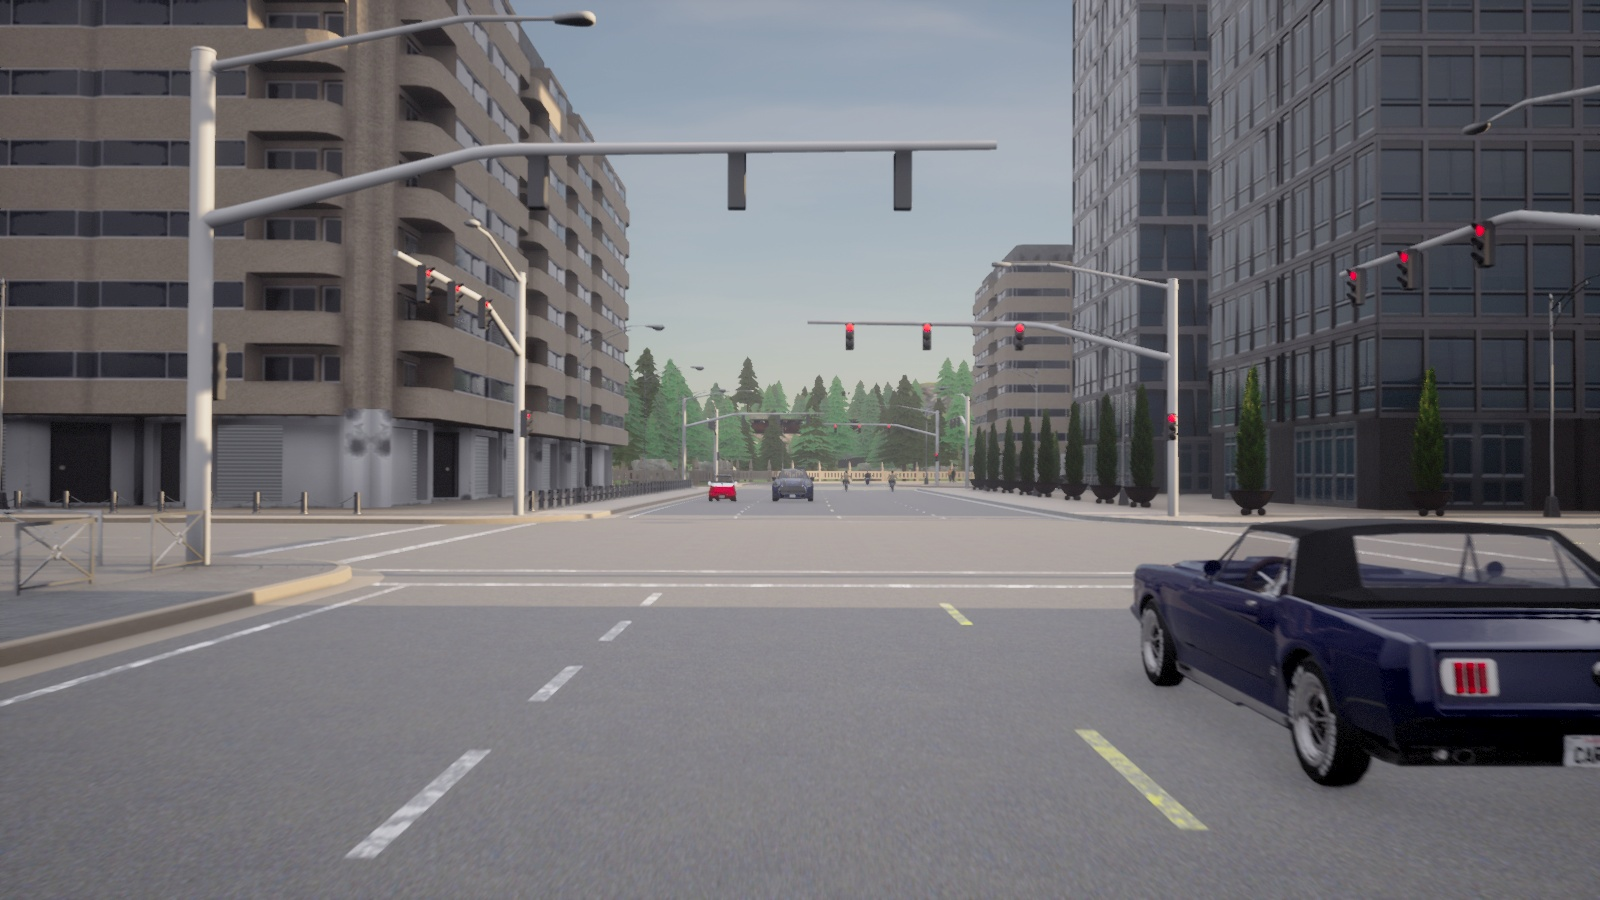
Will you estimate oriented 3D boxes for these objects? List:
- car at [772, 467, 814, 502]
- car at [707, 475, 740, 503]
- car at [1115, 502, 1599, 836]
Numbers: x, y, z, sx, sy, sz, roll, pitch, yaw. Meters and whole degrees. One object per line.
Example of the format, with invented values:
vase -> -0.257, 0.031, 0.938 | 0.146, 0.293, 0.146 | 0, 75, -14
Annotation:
car -> -0.342, 1.758, 64.741 | 2.097, 1.767, 4.553 | 0, -1, 1
car -> -3.855, 1.946, 63.388 | 1.481, 1.376, 2.207 | 0, -1, 1
car -> 3.480, 1.030, 7.724 | 1.895, 1.301, 4.718 | 0, -1, 0
